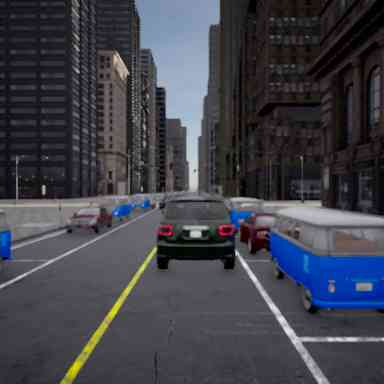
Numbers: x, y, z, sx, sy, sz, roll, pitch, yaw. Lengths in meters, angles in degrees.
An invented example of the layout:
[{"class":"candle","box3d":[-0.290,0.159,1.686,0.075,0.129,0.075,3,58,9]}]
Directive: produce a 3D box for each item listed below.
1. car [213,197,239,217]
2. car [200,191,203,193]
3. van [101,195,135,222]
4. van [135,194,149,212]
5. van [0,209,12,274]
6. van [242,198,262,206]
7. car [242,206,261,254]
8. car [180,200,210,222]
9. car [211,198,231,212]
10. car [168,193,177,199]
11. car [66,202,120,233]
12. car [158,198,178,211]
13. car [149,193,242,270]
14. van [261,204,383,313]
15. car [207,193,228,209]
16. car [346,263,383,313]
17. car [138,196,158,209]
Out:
[{"class":"car","box3d":[3.014,1.259,29.977,1.967,1.590,4.097,0,0,0]},{"class":"car","box3d":[3.431,1.088,79.585,2.008,1.369,4.403,0,0,0]},{"class":"van","box3d":[-5.559,1.194,24.361,1.690,1.788,3.998,0,0,0]},{"class":"van","box3d":[-5.463,1.127,35.715,1.690,1.788,3.998,0,0,0]},{"class":"van","box3d":[-5.702,1.296,7.329,1.690,1.788,3.998,0,0,0]},{"class":"van","box3d":[2.918,1.227,18.621,1.690,1.788,3.998,0,0,0]},{"class":"car","box3d":[2.871,1.465,12.946,1.887,1.381,4.507,0,0,0]},{"class":"car","box3d":[0.261,1.391,25.786,2.033,1.411,5.357,0,0,1]},{"class":"car","box3d":[3.062,1.368,35.655,1.802,1.307,4.206,0,0,0]},{"class":"car","box3d":[-5.047,1.073,85.288,1.947,1.339,4.313,0,0,0]},{"class":"car","box3d":[-5.606,1.468,18.685,1.802,1.307,4.206,0,0,0]},{"class":"car","box3d":[-2.741,1.372,38.327,1.895,1.301,4.718,0,0,1]},{"class":"car","box3d":[0.138,1.148,10.920,2.150,2.045,5.566,0,0,1]},{"class":"van","box3d":[2.823,1.295,7.267,1.690,1.788,3.998,0,0,0]},{"class":"car","box3d":[3.109,1.068,41.330,2.192,1.841,5.009,0,0,0]},{"class":"car","box3d":[2.776,1.540,1.591,2.008,1.369,4.403,0,0,0]},{"class":"car","box3d":[-5.417,1.279,41.223,1.752,1.417,4.829,0,0,0]}]
